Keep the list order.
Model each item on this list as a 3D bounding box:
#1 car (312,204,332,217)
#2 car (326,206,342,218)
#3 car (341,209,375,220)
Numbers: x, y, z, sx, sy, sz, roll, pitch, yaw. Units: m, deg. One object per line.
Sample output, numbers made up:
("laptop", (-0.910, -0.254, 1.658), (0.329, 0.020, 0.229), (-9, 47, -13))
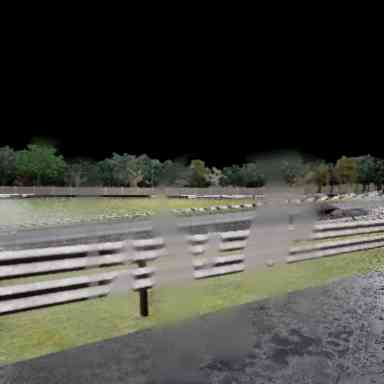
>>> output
("car", (24.444, 3.203, 60.554), (5.566, 2.045, 2.150), (-3, 2, -26))
("car", (25.959, 3.595, 57.402), (4.181, 1.385, 1.994), (-3, 2, -26))
("car", (27.494, 3.599, 54.256), (5.357, 1.411, 2.033), (-3, 2, -26))
